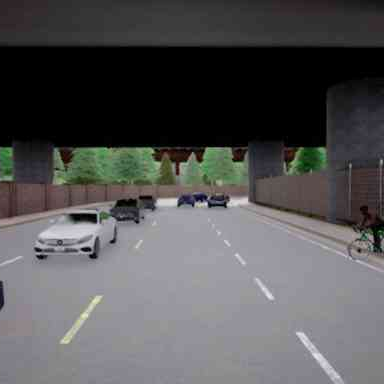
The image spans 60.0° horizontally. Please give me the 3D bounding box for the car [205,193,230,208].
[{"bbox_3d":[2.725,1.009,36.214,1.994,1.385,4.181,0,1,1],"label":"car"}]

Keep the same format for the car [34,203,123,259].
[{"bbox_3d":[-3.901,1.346,11.942,1.812,1.442,4.674,0,1,-2],"label":"car"}]

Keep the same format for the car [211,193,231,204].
[{"bbox_3d":[4.153,0.840,47.248,1.994,1.385,4.181,0,1,16],"label":"car"}]

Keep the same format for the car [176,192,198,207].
[{"bbox_3d":[-0.634,0.945,38.130,1.812,1.442,4.674,0,1,2],"label":"car"}]

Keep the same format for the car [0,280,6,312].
[{"bbox_3d":[-3.632,1.562,2.674,1.895,1.301,4.718,0,1,-2],"label":"car"}]

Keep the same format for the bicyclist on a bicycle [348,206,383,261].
[{"bbox_3d":[5.436,1.207,10.013,1.656,1.620,0.582,-9,1,-2],"label":"bicyclist on a bicycle"}]

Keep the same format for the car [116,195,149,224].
[{"bbox_3d":[-4.177,1.176,21.806,1.837,1.490,4.892,0,1,-2],"label":"car"}]

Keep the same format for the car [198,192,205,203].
[{"bbox_3d":[1.071,0.736,48.632,1.882,1.535,5.008,0,1,15],"label":"car"}]

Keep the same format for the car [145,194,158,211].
[{"bbox_3d":[-4.393,1.020,32.147,1.837,1.490,4.892,0,1,-1],"label":"car"}]
